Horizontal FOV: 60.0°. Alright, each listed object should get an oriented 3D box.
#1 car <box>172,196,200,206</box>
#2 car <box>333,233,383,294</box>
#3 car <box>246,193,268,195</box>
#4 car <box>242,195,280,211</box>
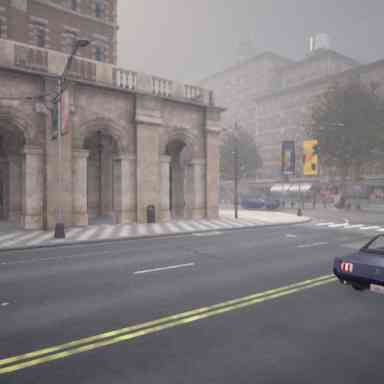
[{"bbox_3d":[-1.042,1.483,54.748,2.128,1.511,4.902,0,0,-36],"label":"car"},{"bbox_3d":[5.426,1.598,7.762,4.718,1.301,1.895,0,0,-36],"label":"car"},{"bbox_3d":[9.567,1.212,46.051,2.150,2.045,5.566,0,0,-36],"label":"car"},{"bbox_3d":[8.439,1.469,41.638,1.882,1.535,5.008,0,0,-36],"label":"car"}]
